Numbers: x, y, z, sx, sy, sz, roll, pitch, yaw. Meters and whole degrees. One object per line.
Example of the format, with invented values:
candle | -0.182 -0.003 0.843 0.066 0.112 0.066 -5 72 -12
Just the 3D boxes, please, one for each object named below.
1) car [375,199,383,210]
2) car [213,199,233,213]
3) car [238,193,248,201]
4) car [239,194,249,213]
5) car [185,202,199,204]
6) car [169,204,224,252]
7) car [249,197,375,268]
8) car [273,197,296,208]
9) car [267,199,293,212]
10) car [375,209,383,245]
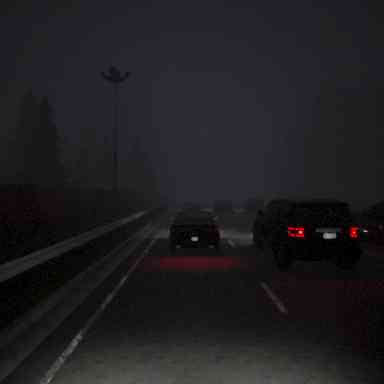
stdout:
car | 10.593 1.245 16.612 2.150 2.045 5.566 0 0 0
car | 3.495 1.527 37.553 1.882 1.535 5.008 0 0 0
car | 13.583 1.340 87.583 2.150 2.045 5.566 0 0 0
car | 6.981 1.400 37.603 2.097 1.767 4.553 0 0 0
car | -0.004 1.646 34.877 1.895 1.301 4.718 0 0 0
car | 0.094 1.496 14.097 1.882 1.535 5.008 0 0 0
car | 3.595 1.238 11.408 2.150 2.045 5.566 0 0 0
car | 13.822 1.558 50.085 2.128 1.511 4.902 0 0 0
car | 10.473 1.617 39.829 1.994 1.385 4.181 0 0 0
car | 7.094 1.585 15.600 1.994 1.385 4.181 0 0 0
